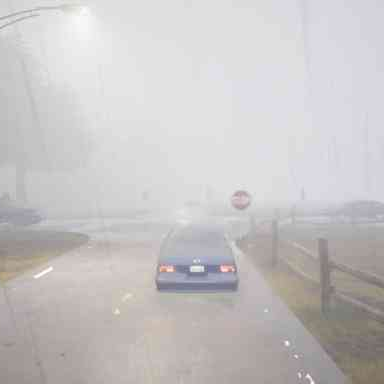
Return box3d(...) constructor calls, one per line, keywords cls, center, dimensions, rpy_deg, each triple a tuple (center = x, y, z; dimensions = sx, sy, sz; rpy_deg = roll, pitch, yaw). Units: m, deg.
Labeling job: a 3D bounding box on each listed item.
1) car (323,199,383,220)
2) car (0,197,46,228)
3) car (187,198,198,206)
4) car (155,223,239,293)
box3d(cls="car", center=(12.664, 1.340, 25.699), dimensions=(4.892, 1.490, 1.837), rpy_deg=(-1, 1, 0))
box3d(cls="car", center=(-13.197, 1.387, 23.052), dimensions=(5.566, 2.045, 2.150), rpy_deg=(-1, 1, -3))
box3d(cls="car", center=(0.089, 1.649, 56.302), dimensions=(1.994, 1.385, 4.181), rpy_deg=(0, 0, 0))
box3d(cls="car", center=(0.095, 1.549, 8.999), dimensions=(2.033, 1.411, 5.357), rpy_deg=(0, 0, 0))
